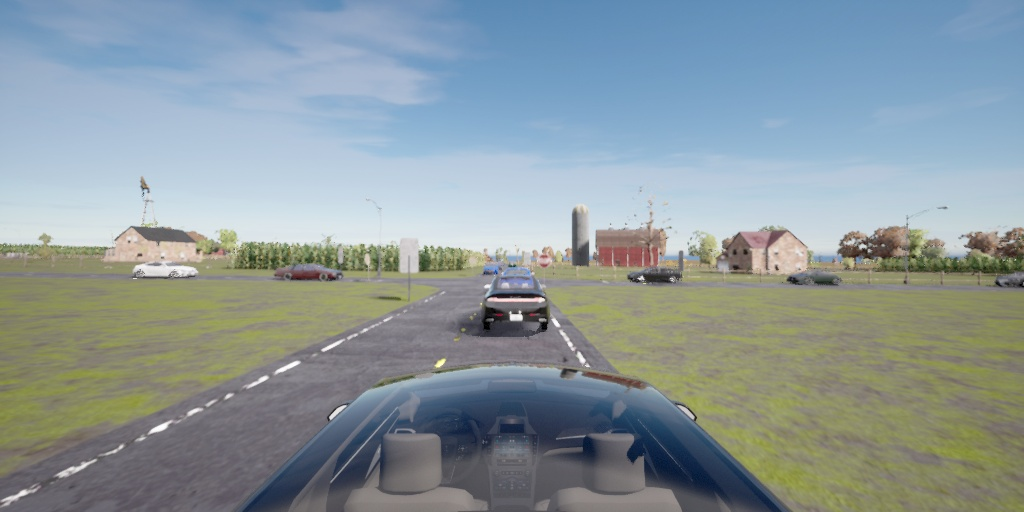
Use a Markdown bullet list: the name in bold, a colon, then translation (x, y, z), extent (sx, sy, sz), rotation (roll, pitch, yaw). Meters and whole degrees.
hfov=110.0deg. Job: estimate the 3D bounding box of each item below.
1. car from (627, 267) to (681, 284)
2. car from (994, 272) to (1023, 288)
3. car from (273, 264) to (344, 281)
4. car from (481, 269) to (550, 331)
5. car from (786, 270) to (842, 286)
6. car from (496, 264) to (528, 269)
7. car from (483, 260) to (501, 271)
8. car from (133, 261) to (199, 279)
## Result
- **car**: translation (13.461, 1.800, 34.048), extent (4.892, 1.490, 1.837), rotation (1, 0, 0)
- **car**: translation (49.013, 2.270, 34.049), extent (4.902, 1.511, 2.128), rotation (1, 0, 0)
- **car**: translation (-17.503, 1.395, 30.994), extent (5.357, 1.411, 2.033), rotation (1, 0, 0)
- **car**: translation (0.105, 1.343, 11.345), extent (2.128, 1.511, 4.902), rotation (0, -1, 0)
- **car**: translation (28.649, 2.068, 34.082), extent (4.181, 1.385, 1.994), rotation (1, 0, 0)
- **car**: translation (0.374, 1.442, 21.828), extent (1.882, 1.535, 5.008), rotation (0, -1, 4)
- **car**: translation (-2.804, 1.739, 47.690), extent (1.882, 1.535, 5.008), rotation (0, 0, -1)
- **car**: translation (-29.881, 1.188, 30.958), extent (4.674, 1.442, 1.812), rotation (1, 0, 0)
